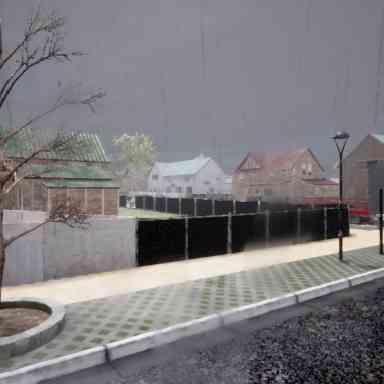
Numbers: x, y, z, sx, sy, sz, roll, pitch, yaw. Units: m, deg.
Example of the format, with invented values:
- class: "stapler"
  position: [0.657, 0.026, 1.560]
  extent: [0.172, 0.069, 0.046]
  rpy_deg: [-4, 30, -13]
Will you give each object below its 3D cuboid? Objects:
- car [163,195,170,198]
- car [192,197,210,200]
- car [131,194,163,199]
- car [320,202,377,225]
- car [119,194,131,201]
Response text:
- class: "car"
  position: [-4.920, 1.102, 50.350]
  extent: [2.033, 1.411, 5.357]
  rpy_deg: [0, 1, -35]
- class: "car"
  position: [1.163, 1.266, 36.176]
  extent: [2.033, 1.411, 5.357]
  rpy_deg: [0, 1, -34]
- class: "car"
  position: [-6.448, 1.080, 47.411]
  extent: [1.837, 1.490, 4.892]
  rpy_deg: [0, 1, -34]
- class: "car"
  position: [10.242, 1.411, 22.741]
  extent: [1.812, 1.442, 4.674]
  rpy_deg: [0, 1, -32]
- class: "car"
  position: [-12.996, 1.001, 62.175]
  extent: [1.895, 1.301, 4.718]
  rpy_deg: [0, 1, -34]
